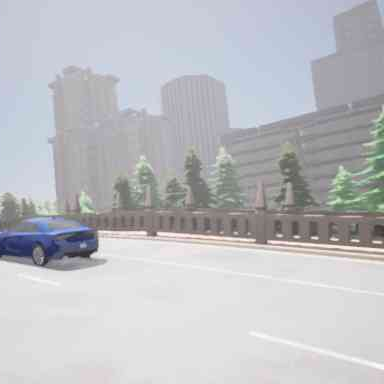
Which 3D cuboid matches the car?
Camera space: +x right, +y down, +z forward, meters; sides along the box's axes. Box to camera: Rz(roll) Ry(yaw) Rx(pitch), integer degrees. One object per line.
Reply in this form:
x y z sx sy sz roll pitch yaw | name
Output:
-5.555 1.685 12.259 5.008 1.535 1.882 -3 -1 35 | car
